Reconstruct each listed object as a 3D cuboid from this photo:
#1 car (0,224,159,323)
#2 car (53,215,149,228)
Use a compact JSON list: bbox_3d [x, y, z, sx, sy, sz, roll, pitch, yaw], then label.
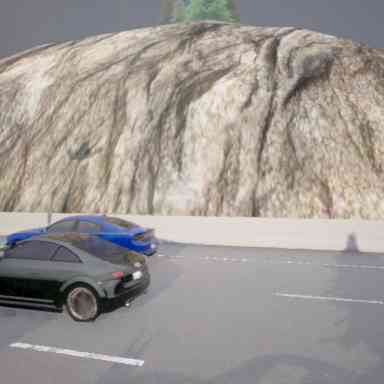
[{"bbox_3d":[-2.973,1.564,6.923,4.181,1.385,1.994,0,0,15],"label":"car"},{"bbox_3d":[-3.547,1.477,10.712,5.008,1.535,1.882,0,0,15],"label":"car"}]
